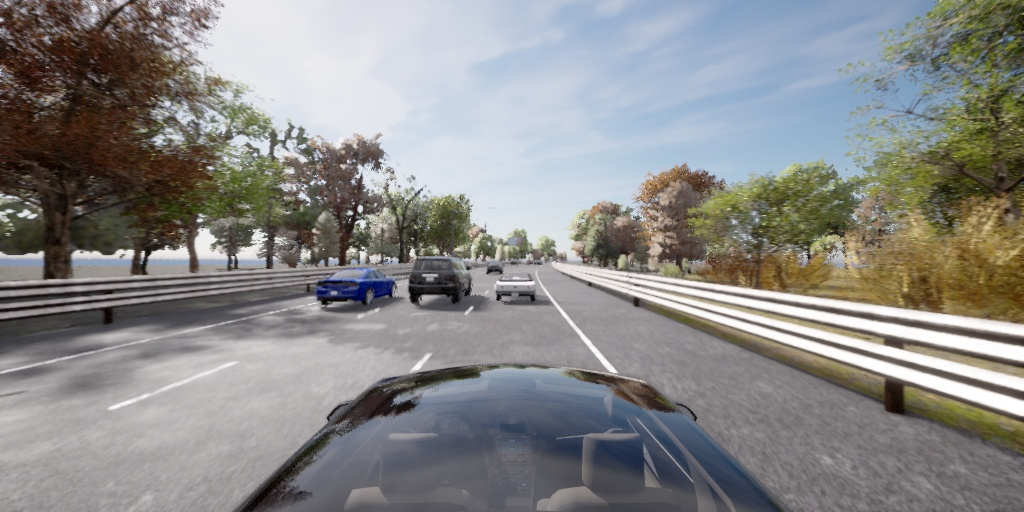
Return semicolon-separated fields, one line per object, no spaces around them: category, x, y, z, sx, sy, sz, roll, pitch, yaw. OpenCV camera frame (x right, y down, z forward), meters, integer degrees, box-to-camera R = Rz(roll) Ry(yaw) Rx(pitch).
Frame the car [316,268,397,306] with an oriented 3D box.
car;-6.828;1.301;16.317;1.882;1.535;5.008;0;0;1

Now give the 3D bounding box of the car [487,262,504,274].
car;-2.123;1.572;46.292;1.837;1.490;4.892;0;0;3

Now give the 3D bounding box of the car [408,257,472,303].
car;-3.315;1.067;17.407;2.150;2.045;5.566;0;0;1

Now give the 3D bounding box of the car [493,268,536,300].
car;0.197;1.468;18.415;1.895;1.301;4.718;0;0;1
